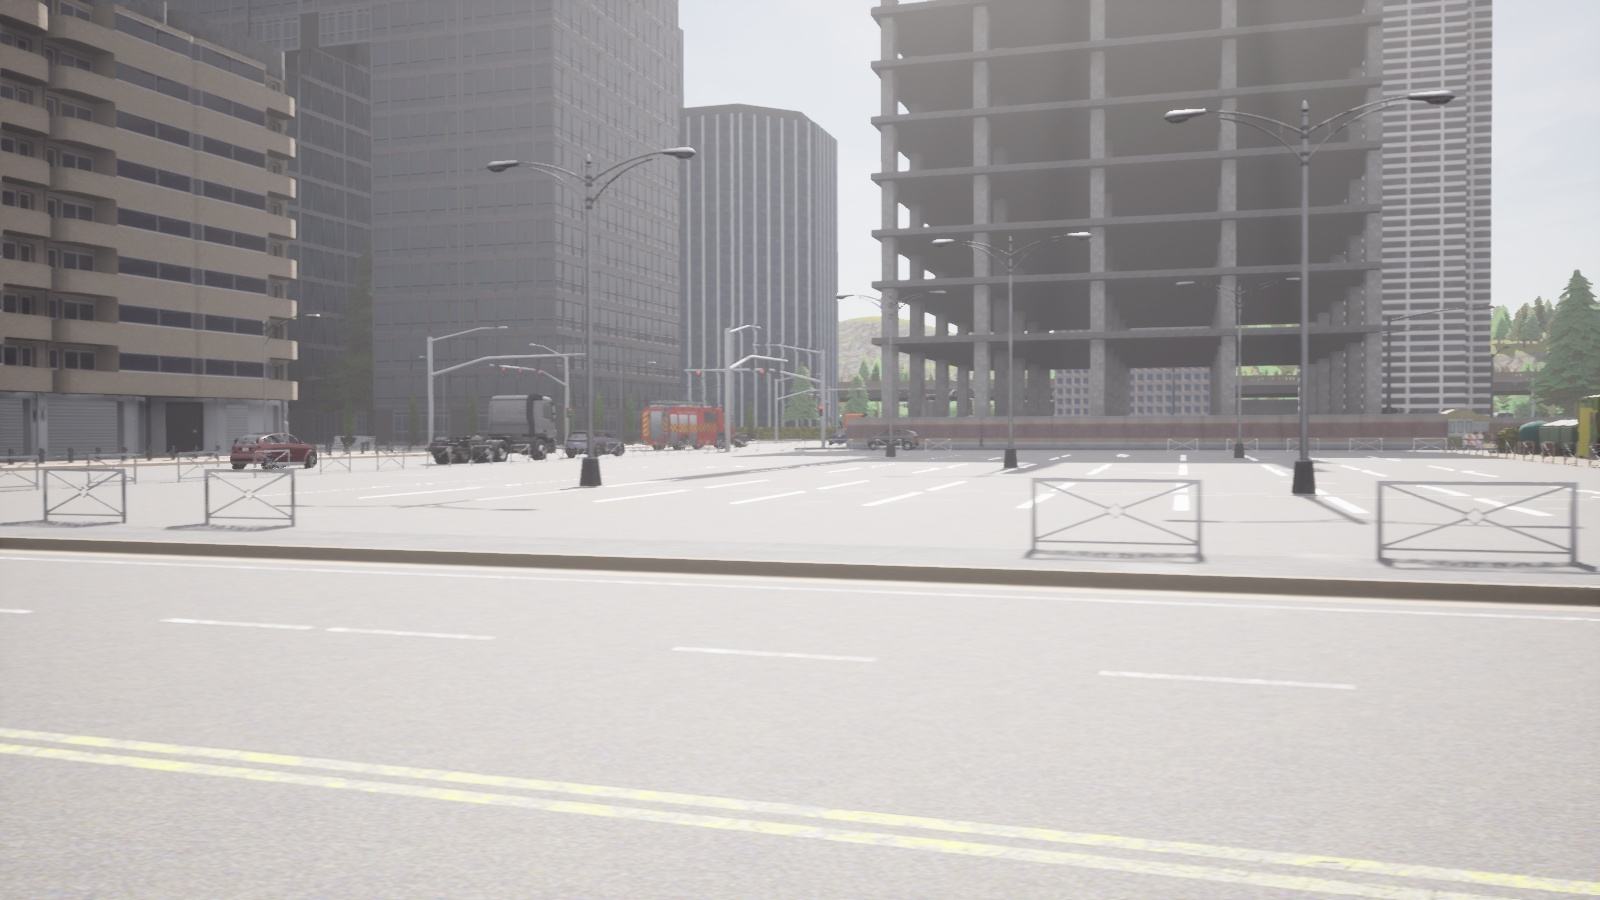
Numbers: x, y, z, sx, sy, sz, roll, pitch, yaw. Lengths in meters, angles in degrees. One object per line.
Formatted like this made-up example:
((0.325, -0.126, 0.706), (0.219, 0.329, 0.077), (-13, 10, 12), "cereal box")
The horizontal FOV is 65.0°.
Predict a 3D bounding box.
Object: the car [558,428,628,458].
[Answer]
((-11.880, -0.449, 72.490), (2.033, 1.649, 4.856), (0, 1, 17), "car")

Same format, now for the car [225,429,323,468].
((-21.756, -0.111, 52.068), (1.789, 1.549, 3.705), (0, 1, 17), "car")

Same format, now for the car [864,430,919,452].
((6.705, -0.691, 91.568), (3.705, 1.549, 1.789), (1, 1, 17), "car")

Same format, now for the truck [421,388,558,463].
((-15.113, -1.203, 61.843), (2.891, 3.462, 7.936), (0, 1, 17), "truck")
